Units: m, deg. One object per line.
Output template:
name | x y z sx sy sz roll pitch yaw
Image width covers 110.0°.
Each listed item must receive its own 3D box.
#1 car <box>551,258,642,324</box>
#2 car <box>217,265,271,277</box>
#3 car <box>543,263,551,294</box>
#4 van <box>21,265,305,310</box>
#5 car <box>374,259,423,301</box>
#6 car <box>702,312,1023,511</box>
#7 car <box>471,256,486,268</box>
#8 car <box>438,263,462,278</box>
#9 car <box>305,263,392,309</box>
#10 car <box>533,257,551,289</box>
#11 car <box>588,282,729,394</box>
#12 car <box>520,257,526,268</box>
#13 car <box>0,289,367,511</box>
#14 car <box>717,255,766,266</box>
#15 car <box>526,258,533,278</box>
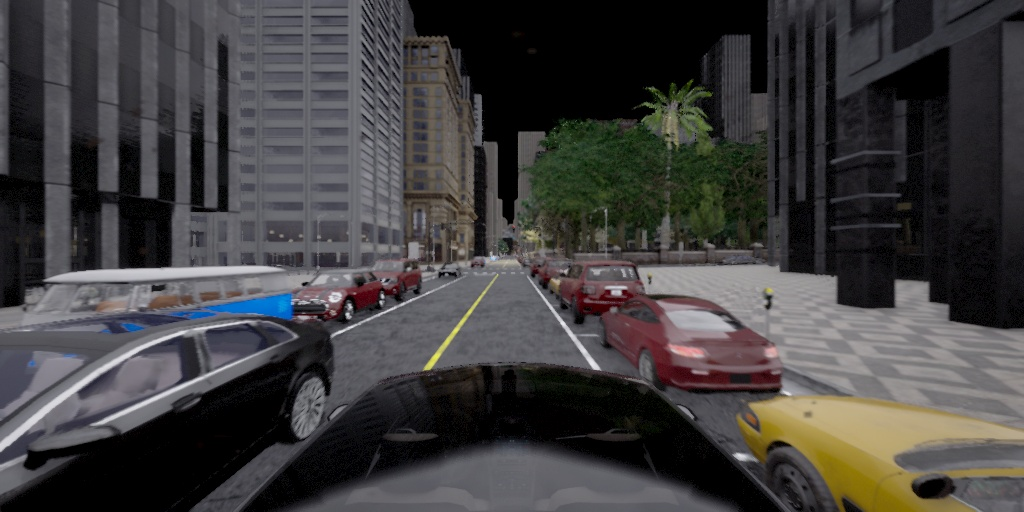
car | 2.763 1.057 11.894 2.192 1.841 5.009 0 0 0
car | -34.289 1.919 46.014 5.357 1.411 2.033 -1 0 0
car | 2.763 1.263 17.551 1.751 1.417 4.829 0 0 0
van | -5.763 1.087 6.420 1.690 1.789 3.998 0 0 0
car | -5.763 1.053 17.395 2.192 1.841 5.009 0 0 0
car | 2.763 1.276 1.090 1.751 1.417 4.829 0 0 0
car | -5.763 0.977 60.421 2.192 1.841 5.009 0 0 0
car | -5.763 1.285 33.860 1.948 1.339 4.313 0 0 0
car | -5.763 1.182 11.908 1.967 1.591 4.097 0 0 0
car | 2.763 1.048 22.867 2.192 1.841 5.009 0 0 0
car | 2.763 1.328 6.407 1.802 1.307 4.207 0 0 0
car | 2.762 1.228 60.401 1.948 1.339 4.313 0 0 0
car | -3.100 1.241 2.501 2.128 1.511 4.902 0 0 0
car | 29.142 0.565 45.712 5.357 1.411 2.033 -1 0 0
car | 2.762 1.034 33.842 2.192 1.841 5.009 0 0 0
